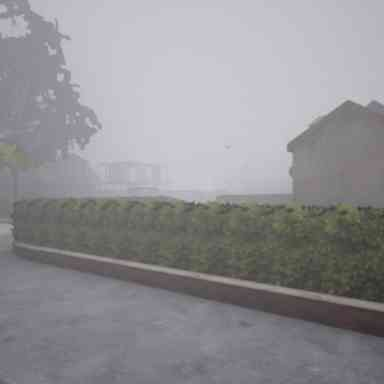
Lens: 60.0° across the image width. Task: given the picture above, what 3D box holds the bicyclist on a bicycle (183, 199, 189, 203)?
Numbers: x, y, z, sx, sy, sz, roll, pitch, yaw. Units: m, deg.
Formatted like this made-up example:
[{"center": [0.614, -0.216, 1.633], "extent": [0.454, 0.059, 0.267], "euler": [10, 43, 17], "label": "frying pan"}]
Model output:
[{"center": [-0.406, 1.356, 24.464], "extent": [1.656, 1.620, 0.582], "euler": [0, 0, 35], "label": "bicyclist on a bicycle"}]
